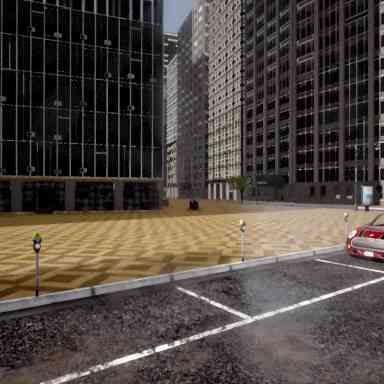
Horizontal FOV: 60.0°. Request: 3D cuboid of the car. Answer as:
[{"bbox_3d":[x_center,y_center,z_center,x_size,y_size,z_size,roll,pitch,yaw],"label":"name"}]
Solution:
[{"bbox_3d":[7.229,1.437,11.701,4.097,1.590,1.967,0,0,-35],"label":"car"}]
